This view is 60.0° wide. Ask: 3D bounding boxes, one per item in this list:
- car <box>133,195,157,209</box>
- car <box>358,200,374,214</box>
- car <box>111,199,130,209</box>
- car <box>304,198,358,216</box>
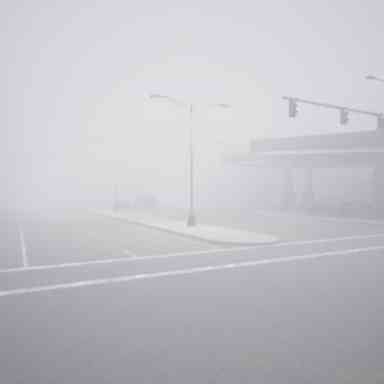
[{"bbox_3d":[-7.044,1.474,49.998,2.150,2.045,5.566,0,0,-28],"label":"car"},{"bbox_3d":[17.853,1.556,35.818,1.970,1.475,3.806,0,0,-27],"label":"car"},{"bbox_3d":[-10.688,1.739,49.445,1.882,1.535,5.008,0,0,-27],"label":"car"},{"bbox_3d":[13.120,1.397,32.473,2.242,1.667,4.611,0,0,-27],"label":"car"}]
